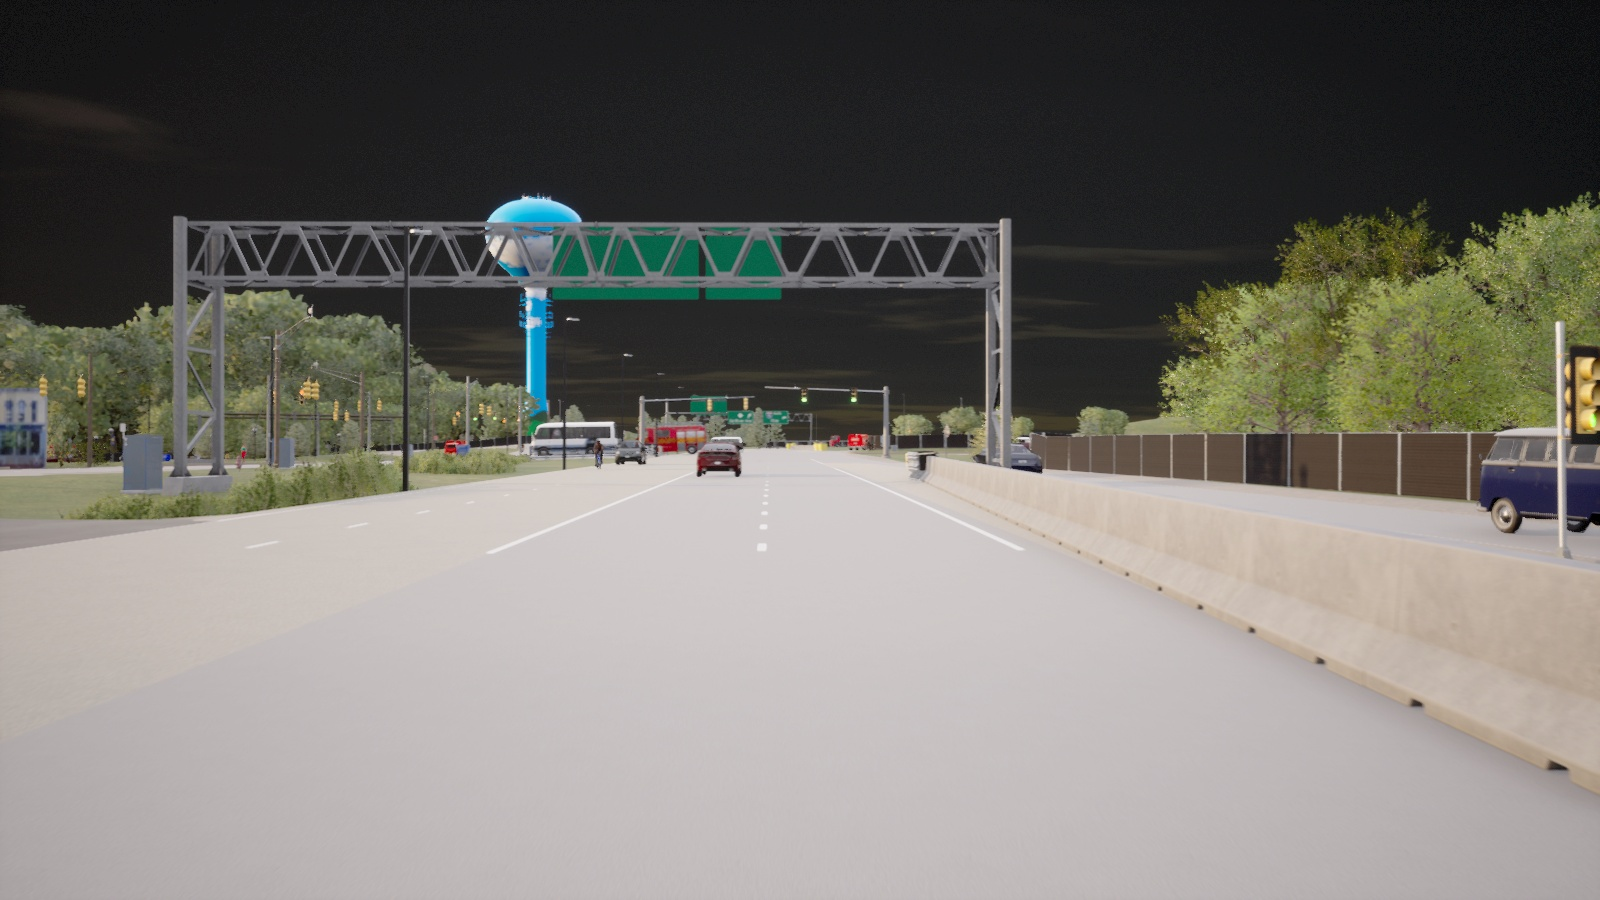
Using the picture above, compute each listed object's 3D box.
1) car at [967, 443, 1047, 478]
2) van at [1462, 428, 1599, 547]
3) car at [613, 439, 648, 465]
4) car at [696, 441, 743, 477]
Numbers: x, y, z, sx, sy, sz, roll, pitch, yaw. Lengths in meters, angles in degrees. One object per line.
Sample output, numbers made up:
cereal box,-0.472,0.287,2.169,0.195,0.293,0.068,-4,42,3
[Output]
car,8.629,0.412,52.639,1.994,1.385,4.181,0,1,-10
van,14.104,0.614,22.324,1.775,1.987,4.442,0,1,-10
car,-11.144,0.114,82.976,1.851,1.617,3.988,0,0,-1
car,-3.543,0.376,56.042,1.882,1.535,5.008,0,0,-1
